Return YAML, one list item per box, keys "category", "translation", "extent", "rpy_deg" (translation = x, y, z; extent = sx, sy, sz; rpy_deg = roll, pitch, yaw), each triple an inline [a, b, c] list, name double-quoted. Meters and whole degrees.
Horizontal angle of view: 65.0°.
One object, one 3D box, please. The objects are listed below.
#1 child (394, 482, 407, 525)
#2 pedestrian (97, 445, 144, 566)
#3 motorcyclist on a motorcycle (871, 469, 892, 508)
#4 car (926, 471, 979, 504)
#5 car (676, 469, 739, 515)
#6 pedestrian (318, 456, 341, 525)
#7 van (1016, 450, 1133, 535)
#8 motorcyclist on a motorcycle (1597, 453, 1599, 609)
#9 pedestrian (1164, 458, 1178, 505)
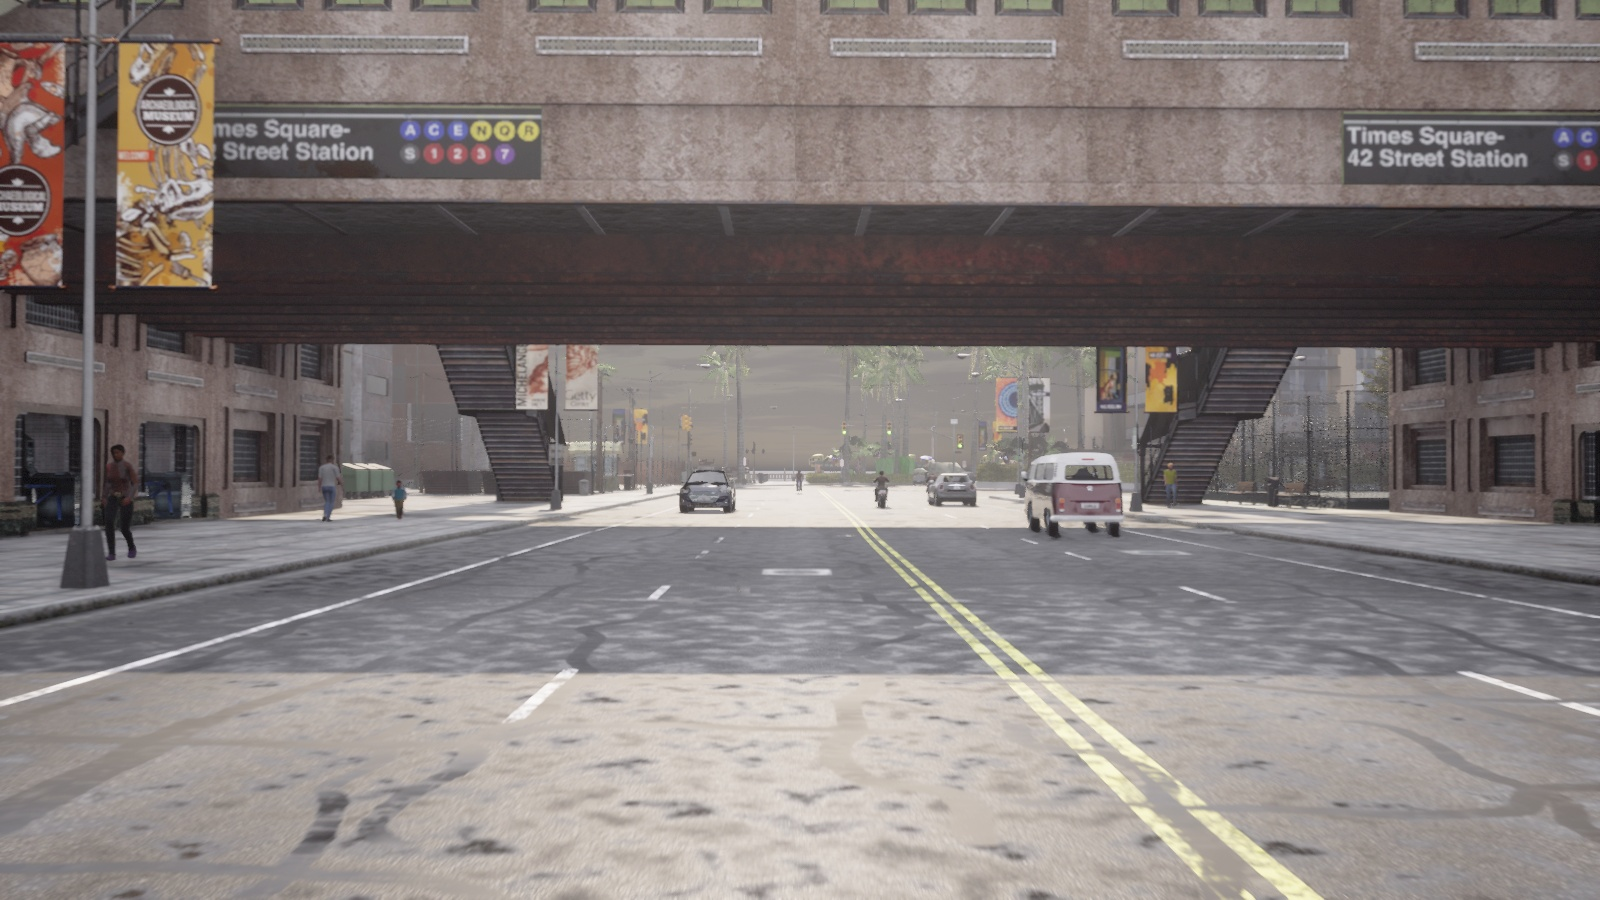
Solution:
- category: "child"
  translation: [-11.167, 1.484, 35.134]
  extent: [0.343, 1.192, 0.448]
  rpy_deg: [0, -1, -16]
- category: "pedestrian"
  translation: [-10.406, 0.835, 19.255]
  extent: [0.328, 1.805, 0.869]
  rpy_deg: [0, -1, -6]
- category: "motorcyclist on a motorcycle"
  translation: [3.516, 1.661, 54.348]
  extent: [0.766, 1.649, 2.350]
  rpy_deg: [0, -1, 0]
- category: "car"
  translation: [7.009, 1.724, 58.081]
  extent: [1.970, 1.475, 3.806]
  rpy_deg: [0, -1, 0]
- category: "car"
  translation: [-3.472, 1.560, 47.875]
  extent: [2.033, 1.649, 4.856]
  rpy_deg: [0, -1, 0]
- category: "pedestrian"
  translation: [-12.584, 1.084, 33.582]
  extent: [0.354, 1.836, 0.706]
  rpy_deg: [0, -1, -2]
- category: "van"
  translation: [6.970, 1.052, 32.366]
  extent: [2.069, 2.038, 4.480]
  rpy_deg: [0, -1, 0]
- category: "motorcyclist on a motorcycle"
  translation: [3.482, 0.813, 3.680]
  extent: [0.766, 1.649, 2.350]
  rpy_deg: [0, -1, 0]
- category: "pedestrian"
  translation: [14.765, 1.248, 49.938]
  extent: [0.354, 1.836, 0.706]
  rpy_deg: [0, -1, 1]
